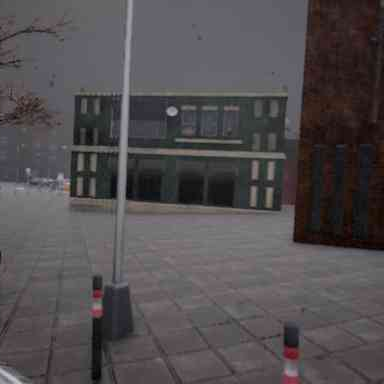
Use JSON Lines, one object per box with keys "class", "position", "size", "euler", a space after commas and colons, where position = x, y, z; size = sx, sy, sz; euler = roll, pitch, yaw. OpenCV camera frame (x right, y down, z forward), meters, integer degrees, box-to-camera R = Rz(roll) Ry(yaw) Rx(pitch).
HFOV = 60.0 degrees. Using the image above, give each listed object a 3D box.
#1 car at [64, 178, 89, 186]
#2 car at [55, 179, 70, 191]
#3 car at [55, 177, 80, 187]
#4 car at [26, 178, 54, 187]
{"class": "car", "position": [-25.487, -2.131, 73.250], "size": [4.892, 1.521, 2.231], "euler": [4, 3, 20]}
{"class": "car", "position": [-19.284, -0.936, 53.861], "size": [1.882, 1.535, 5.008], "euler": [4, 3, 19]}
{"class": "car", "position": [-26.385, -2.178, 70.635], "size": [4.553, 1.767, 2.185], "euler": [4, 3, 20]}
{"class": "car", "position": [-29.200, -1.960, 62.856], "size": [4.553, 1.767, 2.185], "euler": [4, 3, 20]}
